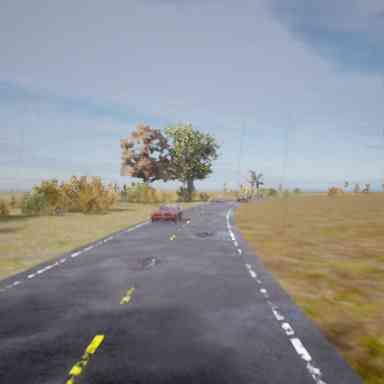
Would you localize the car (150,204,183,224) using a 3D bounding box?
[{"bbox_3d":[-1.843,1.625,25.242,1.895,1.301,4.718,0,0,5],"label":"car"}]

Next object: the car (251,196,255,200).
[{"bbox_3d":[15.404,1.405,91.509,1.837,1.490,4.892,0,0,19],"label":"car"}]

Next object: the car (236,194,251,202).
[{"bbox_3d":[11.188,1.400,74.038,2.097,1.767,4.553,0,0,15],"label":"car"}]

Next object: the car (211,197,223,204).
[{"bbox_3d":[4.957,1.606,66.036,1.994,1.385,4.181,0,0,13],"label":"car"}]
